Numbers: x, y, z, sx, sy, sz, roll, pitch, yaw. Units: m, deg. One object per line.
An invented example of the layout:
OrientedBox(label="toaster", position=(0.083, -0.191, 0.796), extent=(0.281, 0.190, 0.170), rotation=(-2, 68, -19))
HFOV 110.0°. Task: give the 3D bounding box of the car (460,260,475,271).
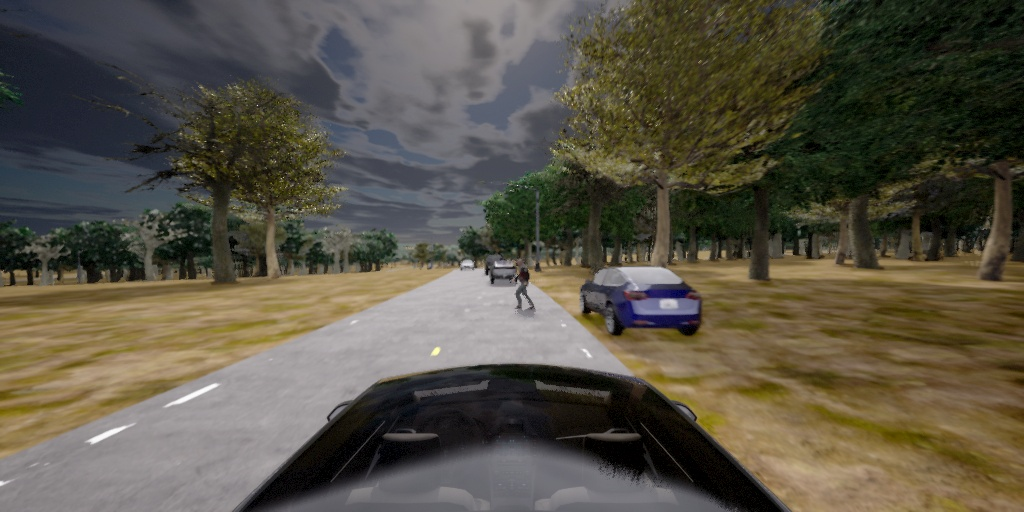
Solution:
OrientedBox(label="car", position=(-6.187, 1.277, 49.937), extent=(1.812, 1.442, 4.674), rotation=(0, -1, -7))

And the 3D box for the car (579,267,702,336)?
OrientedBox(label="car", position=(3.172, 1.008, 9.710), extent=(2.163, 1.488, 4.792), rotation=(0, 1, -1))

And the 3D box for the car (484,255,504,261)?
OrientedBox(label="car", position=(-1.816, 0.870, 39.045), extent=(2.150, 2.045, 5.566), rotation=(0, 0, -5))

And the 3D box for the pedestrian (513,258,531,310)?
OrientedBox(label="pedestrian", position=(0.346, 0.931, 12.304), extent=(0.375, 1.860, 0.375), rotation=(-1, 1, -7))

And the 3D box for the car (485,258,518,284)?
OrientedBox(label="car", position=(-0.626, 1.087, 25.426), extent=(2.128, 1.511, 4.902), rotation=(0, 0, -4))
